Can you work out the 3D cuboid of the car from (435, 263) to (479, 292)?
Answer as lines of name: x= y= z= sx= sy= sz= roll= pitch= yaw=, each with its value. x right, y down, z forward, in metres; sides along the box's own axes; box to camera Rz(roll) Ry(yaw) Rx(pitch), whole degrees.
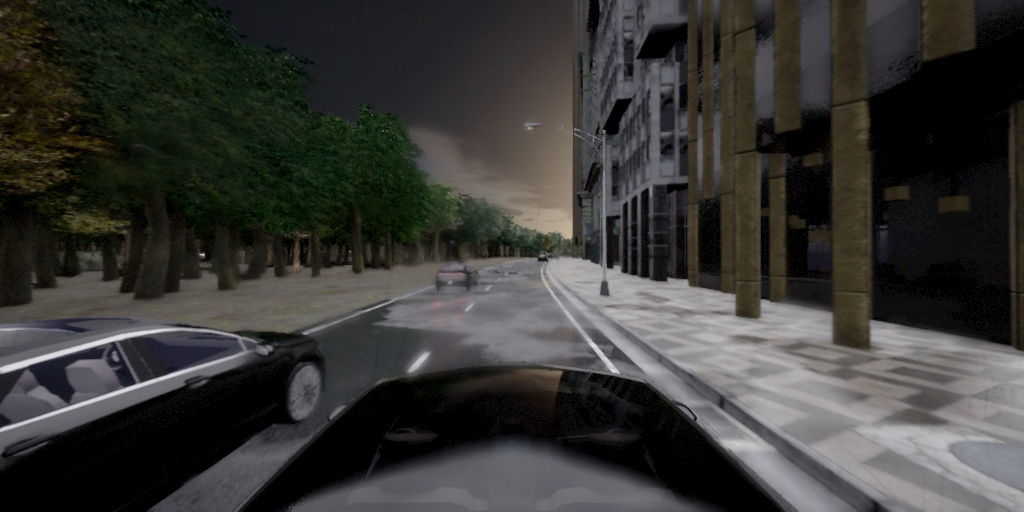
car: x=-2.997 y=1.119 z=20.278 sx=2.128 sy=1.511 sz=4.902 roll=0 pitch=0 yaw=2

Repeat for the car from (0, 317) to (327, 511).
car: x=-3.369 y=1.235 z=2.810 sx=2.128 sy=1.511 sz=4.902 roll=0 pitch=0 yaw=0
